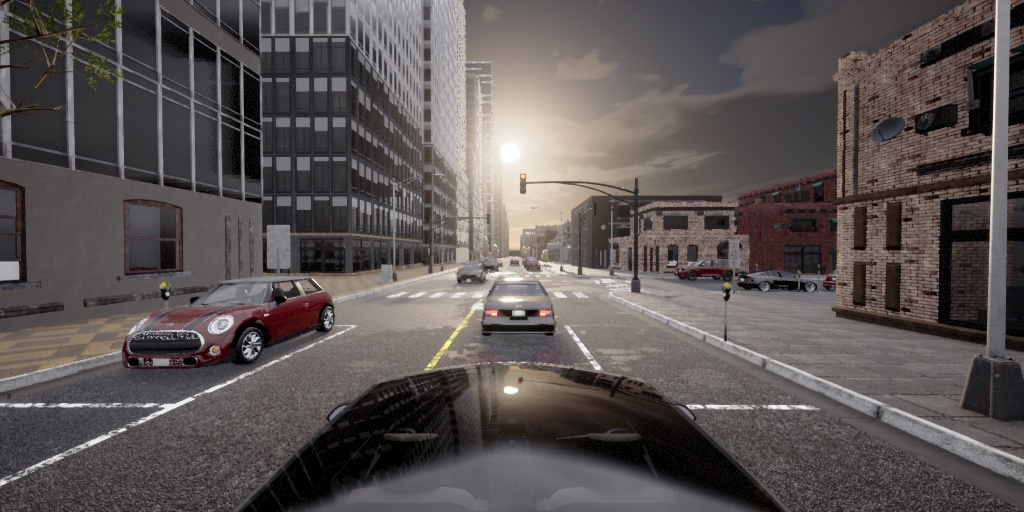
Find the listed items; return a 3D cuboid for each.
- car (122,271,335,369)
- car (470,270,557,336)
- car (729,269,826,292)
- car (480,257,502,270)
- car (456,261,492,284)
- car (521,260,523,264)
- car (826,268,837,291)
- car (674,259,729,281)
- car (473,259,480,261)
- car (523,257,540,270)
[{"bbox_3d":[-5.654,1.188,7.786,1.967,1.591,4.097,0,0,0],"label":"car"},{"bbox_3d":[0.158,1.295,10.350,2.033,1.411,5.357,0,0,0],"label":"car"},{"bbox_3d":[16.550,1.546,22.512,4.313,1.339,1.948,0,0,1],"label":"car"},{"bbox_3d":[-2.798,1.091,46.159,2.097,1.767,4.553,0,0,1],"label":"car"},{"bbox_3d":[-2.932,1.290,27.082,2.033,1.411,5.357,0,0,0],"label":"car"},{"bbox_3d":[3.099,1.051,62.553,2.192,1.841,5.009,0,0,0],"label":"car"},{"bbox_3d":[22.097,1.473,22.403,4.097,1.591,1.967,0,0,1],"label":"car"},{"bbox_3d":[16.713,1.164,30.889,5.009,1.841,2.192,0,0,1],"label":"car"},{"bbox_3d":[-5.534,1.265,45.564,1.751,1.417,4.829,0,0,0],"label":"car"},{"bbox_3d":[3.023,1.178,51.265,1.967,1.591,4.097,0,0,0],"label":"car"}]
